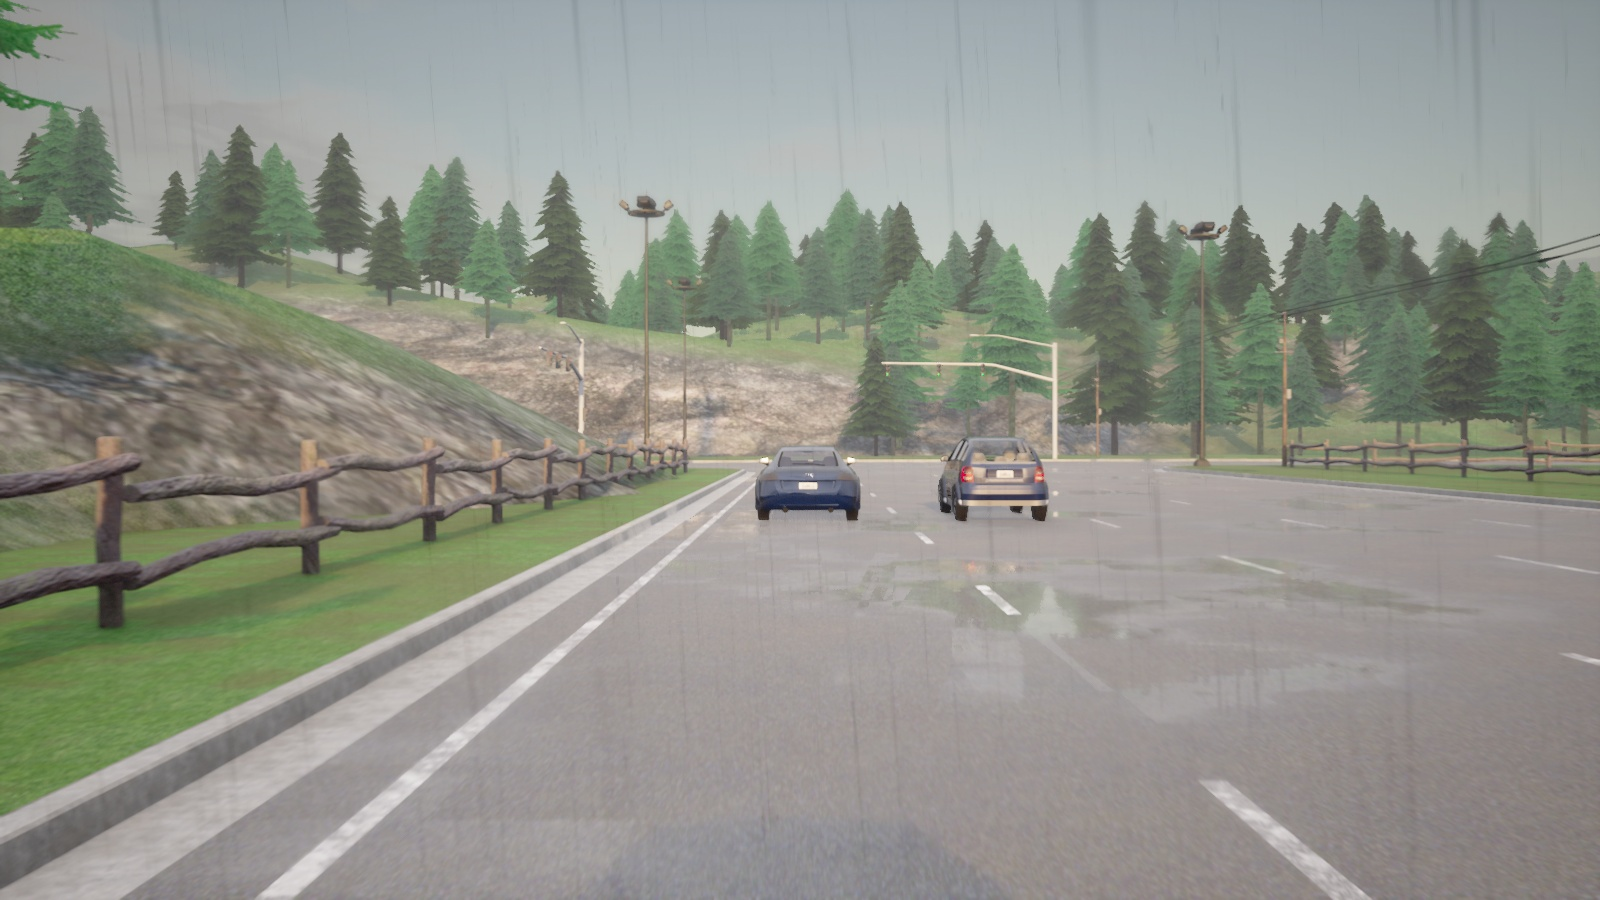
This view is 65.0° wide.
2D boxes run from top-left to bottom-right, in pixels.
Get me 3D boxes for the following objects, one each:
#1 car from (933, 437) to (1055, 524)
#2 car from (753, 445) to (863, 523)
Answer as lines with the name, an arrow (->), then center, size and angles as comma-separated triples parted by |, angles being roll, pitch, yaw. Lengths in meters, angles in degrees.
car -> 3.652, 0.526, 24.201 | 1.789, 1.549, 3.705 | 0, 1, 0
car -> 0.154, 0.605, 24.708 | 1.994, 1.385, 4.181 | 0, 0, 0
